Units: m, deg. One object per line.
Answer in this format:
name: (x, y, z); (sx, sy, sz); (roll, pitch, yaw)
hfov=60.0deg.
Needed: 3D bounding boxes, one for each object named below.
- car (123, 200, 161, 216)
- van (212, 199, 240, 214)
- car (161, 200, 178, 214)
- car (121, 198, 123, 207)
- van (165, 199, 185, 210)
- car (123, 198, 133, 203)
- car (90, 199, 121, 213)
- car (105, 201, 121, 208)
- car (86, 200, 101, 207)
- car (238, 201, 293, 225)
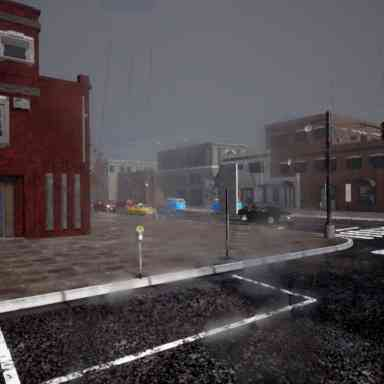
car: (-5.958, 2.047, 39.221); (1.752, 1.417, 4.829); (-2, 0, -36)
van: (4.040, 1.707, 39.672); (1.690, 1.788, 3.998); (-2, 0, -36)
car: (-3.980, 2.064, 40.879); (1.994, 1.385, 4.181); (-1, 0, -36)
car: (-13.552, 1.950, 54.149); (1.837, 1.490, 4.892); (-1, 0, -36)
van: (-2.631, 1.868, 48.814); (1.690, 1.788, 3.998); (-2, 0, -36)
car: (-12.640, 2.084, 62.530); (2.192, 1.841, 5.009); (-2, 0, -36)
car: (-12.735, 2.000, 48.501); (2.192, 1.841, 5.009); (-2, 0, -36)
car: (-15.968, 2.432, 67.102); (1.802, 1.307, 4.206); (-2, 0, -36)
car: (-22.640, 2.594, 76.246); (1.802, 1.307, 4.206); (-2, 0, -36)
car: (5.949, 1.763, 27.257); (1.837, 1.490, 4.892); (-1, 0, -36)
